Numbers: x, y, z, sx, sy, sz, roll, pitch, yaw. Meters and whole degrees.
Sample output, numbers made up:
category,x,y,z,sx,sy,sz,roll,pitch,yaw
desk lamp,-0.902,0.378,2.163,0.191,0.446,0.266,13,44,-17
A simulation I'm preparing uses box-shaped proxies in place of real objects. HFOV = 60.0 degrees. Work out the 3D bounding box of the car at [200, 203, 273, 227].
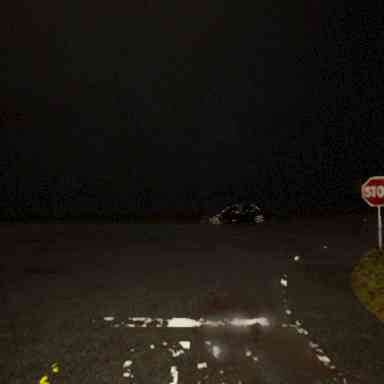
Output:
category,x,y,z,sx,sy,sz,roll,pitch,yaw
car,2.978,1.550,22.506,4.892,1.490,1.837,-2,-2,-1
